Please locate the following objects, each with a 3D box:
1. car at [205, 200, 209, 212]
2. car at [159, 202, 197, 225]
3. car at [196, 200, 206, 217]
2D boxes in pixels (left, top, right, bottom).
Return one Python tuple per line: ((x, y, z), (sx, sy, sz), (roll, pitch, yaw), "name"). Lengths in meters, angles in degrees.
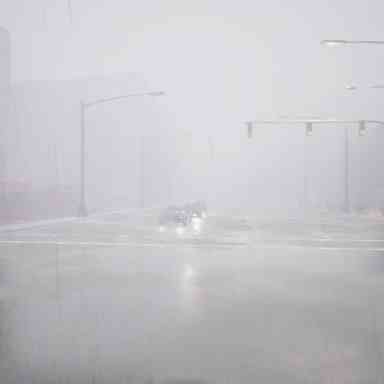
((1.194, 1.834, 44.276), (2.128, 1.511, 4.902), (0, -1, 7), "car")
((-1.088, 1.644, 24.947), (2.033, 1.411, 5.357), (0, -1, 7), "car")
((0.038, 1.805, 34.482), (1.895, 1.301, 4.718), (0, -1, 7), "car")
